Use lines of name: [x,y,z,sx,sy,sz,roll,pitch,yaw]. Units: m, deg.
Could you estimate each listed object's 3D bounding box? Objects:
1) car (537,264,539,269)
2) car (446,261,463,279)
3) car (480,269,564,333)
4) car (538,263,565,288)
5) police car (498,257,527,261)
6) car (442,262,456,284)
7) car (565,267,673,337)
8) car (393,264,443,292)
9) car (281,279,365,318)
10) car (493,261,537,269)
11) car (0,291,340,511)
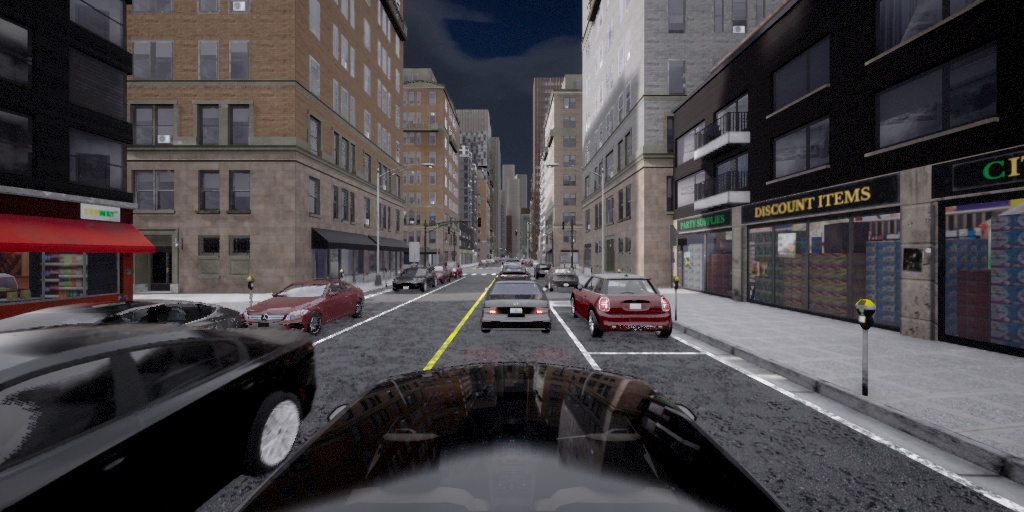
car: [2.905,1.319,32.253,1.948,1.339,4.313,0,0,0]
car: [-5.620,1.193,32.268,1.967,1.591,4.097,0,0,0]
car: [0.110,1.297,10.719,2.033,1.411,5.357,0,0,0]
car: [2.887,1.301,21.251,2.007,1.370,4.403,0,0,0]
police car: [0.046,1.178,31.261,1.930,1.638,5.238,0,0,0]
car: [-5.630,1.334,26.767,1.802,1.307,4.207,0,0,0]
car: [2.868,1.190,10.248,1.967,1.591,4.097,0,0,0]
car: [-5.638,1.317,21.265,1.948,1.339,4.313,0,0,0]
car: [-5.657,1.332,10.263,1.802,1.307,4.207,0,0,0]
car: [0.129,1.242,21.242,2.128,1.511,4.902,0,0,0]
car: [-3.103,1.227,1.929,1.882,1.535,5.008,0,0,0]
